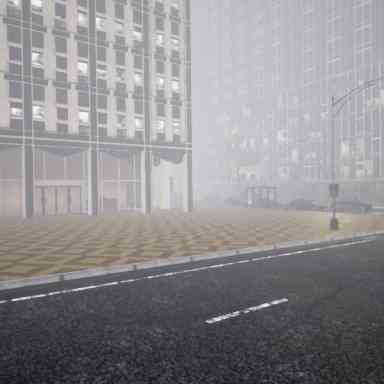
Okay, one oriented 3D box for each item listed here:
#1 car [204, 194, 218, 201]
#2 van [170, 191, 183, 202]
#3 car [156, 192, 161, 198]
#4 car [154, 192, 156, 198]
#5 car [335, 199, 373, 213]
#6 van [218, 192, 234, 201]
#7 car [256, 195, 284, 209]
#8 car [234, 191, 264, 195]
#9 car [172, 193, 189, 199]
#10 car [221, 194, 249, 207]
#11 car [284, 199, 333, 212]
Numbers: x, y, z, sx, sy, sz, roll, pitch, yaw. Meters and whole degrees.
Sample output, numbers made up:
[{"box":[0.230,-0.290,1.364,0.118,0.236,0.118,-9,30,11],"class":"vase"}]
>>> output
[{"box":[3.787,1.043,64.820,1.802,1.307,4.206,0,1,-34],"class":"car"},{"box":[-3.138,0.936,60.098,1.690,1.788,3.998,0,1,-34],"class":"van"},{"box":[-5.818,0.614,78.905,2.192,1.841,5.009,0,1,-34],"class":"car"},{"box":[-9.019,0.685,83.603,1.967,1.590,4.097,0,1,-34],"class":"car"},{"box":[16.848,1.407,35.365,1.994,1.385,4.181,-1,1,-34],"class":"car"},{"box":[6.988,0.855,60.120,1.690,1.788,3.998,0,1,-34],"class":"van"},{"box":[9.574,1.387,41.255,1.802,1.307,4.206,0,1,-34],"class":"car"},{"box":[8.967,0.934,46.920,2.150,2.045,5.566,-1,2,-34],"class":"car"},{"box":[-2.616,0.935,74.213,1.802,1.307,4.206,0,1,-34],"class":"car"},{"box":[6.421,1.319,45.984,1.947,1.339,4.313,0,1,-34],"class":"car"},{"box":[12.762,1.423,36.547,1.947,1.339,4.313,0,1,-34],"class":"car"}]
